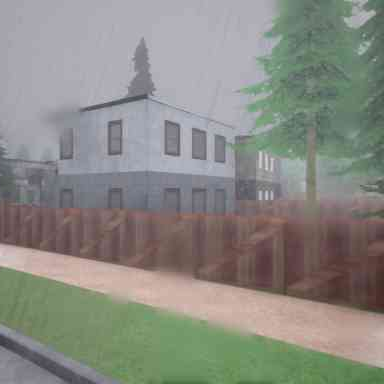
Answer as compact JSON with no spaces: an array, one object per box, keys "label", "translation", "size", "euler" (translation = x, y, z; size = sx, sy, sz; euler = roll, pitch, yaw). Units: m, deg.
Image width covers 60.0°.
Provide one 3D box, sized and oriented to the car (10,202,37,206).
[{"label":"car","translation":[-15.331,1.582,29.327],"size":[1.895,1.301,4.718],"euler":[0,0,28]}]
